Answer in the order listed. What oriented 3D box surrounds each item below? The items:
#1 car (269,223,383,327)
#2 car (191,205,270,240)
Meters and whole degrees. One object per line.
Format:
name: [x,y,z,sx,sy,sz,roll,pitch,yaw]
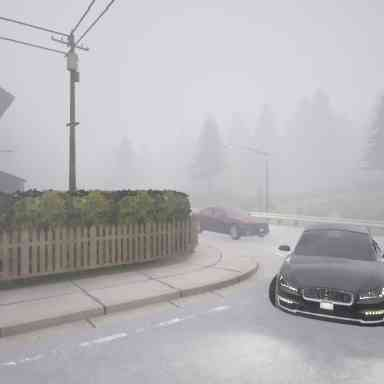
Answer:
car: [3.159,1.505,7.298,1.837,1.490,4.892,0,0,27]
car: [1.861,1.478,17.434,1.882,1.535,5.008,0,0,-33]
